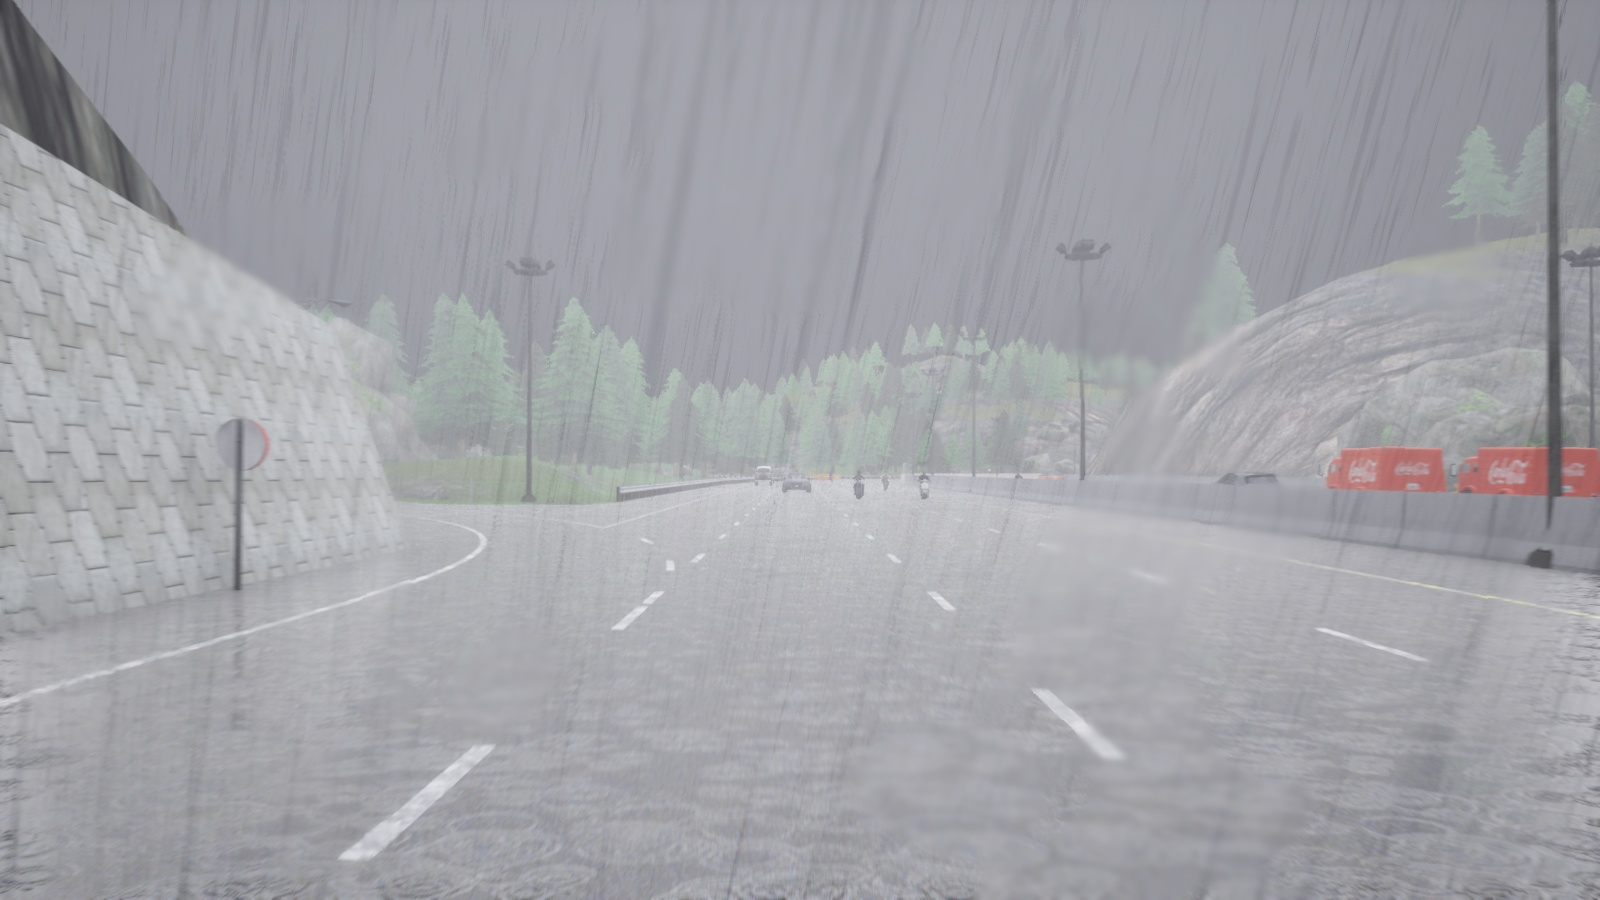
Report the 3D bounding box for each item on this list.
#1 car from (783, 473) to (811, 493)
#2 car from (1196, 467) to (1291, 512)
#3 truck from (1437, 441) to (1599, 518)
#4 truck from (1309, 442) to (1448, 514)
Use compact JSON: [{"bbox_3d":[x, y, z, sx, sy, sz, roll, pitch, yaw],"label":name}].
[{"bbox_3d":[-0.220,2.392,90.809,1.994,1.385,4.181,0,-1,0],"label":"car"},{"bbox_3d":[17.380,1.501,49.460,2.033,1.649,4.856,0,-1,0],"label":"car"},{"bbox_3d":[24.394,0.952,42.835,2.627,2.467,5.204,0,0,0],"label":"truck"},{"bbox_3d":[20.888,1.007,45.659,2.627,2.467,5.204,0,-1,0],"label":"truck"}]
